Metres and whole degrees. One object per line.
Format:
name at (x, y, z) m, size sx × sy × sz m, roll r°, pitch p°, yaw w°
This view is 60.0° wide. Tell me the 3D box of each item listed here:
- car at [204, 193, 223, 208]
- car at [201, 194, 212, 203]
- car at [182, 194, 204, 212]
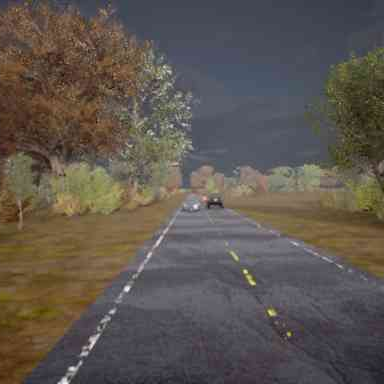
car at (3.114, 1.195, 46.409) m, size 2.150 × 2.045 × 5.566 m, roll 0°, pitch 0°, yaw 0°
car at (3.031, 1.292, 70.106) m, size 2.097 × 1.767 × 4.553 m, roll 0°, pitch 0°, yaw 0°
car at (-0.070, 1.326, 37.636) m, size 2.097 × 1.767 × 4.553 m, roll 0°, pitch 0°, yaw 0°
